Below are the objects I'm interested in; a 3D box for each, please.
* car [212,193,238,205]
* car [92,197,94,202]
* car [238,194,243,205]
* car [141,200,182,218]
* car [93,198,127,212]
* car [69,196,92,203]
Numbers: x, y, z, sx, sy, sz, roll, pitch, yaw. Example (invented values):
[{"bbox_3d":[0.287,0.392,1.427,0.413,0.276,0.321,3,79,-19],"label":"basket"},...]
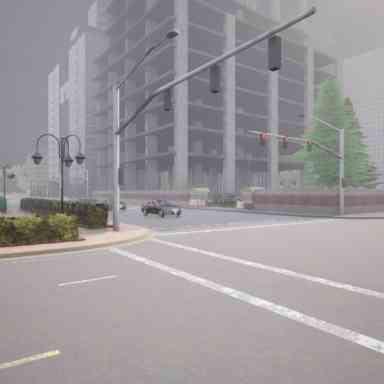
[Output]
[{"bbox_3d":[4.957,1.114,53.441,1.905,1.878,3.866,0,0,-36],"label":"car"},{"bbox_3d":[-20.713,1.545,66.671,1.895,1.301,4.718,0,0,-36],"label":"car"},{"bbox_3d":[7.346,1.114,55.157,1.905,1.878,3.866,0,0,-36],"label":"car"},{"bbox_3d":[-2.819,1.436,29.815,2.128,1.511,4.902,0,0,-36],"label":"car"},{"bbox_3d":[-9.292,1.435,38.724,2.128,1.511,4.902,0,0,-36],"label":"car"},{"bbox_3d":[-16.904,1.508,49.229,1.994,1.385,4.181,0,0,-36],"label":"car"}]
